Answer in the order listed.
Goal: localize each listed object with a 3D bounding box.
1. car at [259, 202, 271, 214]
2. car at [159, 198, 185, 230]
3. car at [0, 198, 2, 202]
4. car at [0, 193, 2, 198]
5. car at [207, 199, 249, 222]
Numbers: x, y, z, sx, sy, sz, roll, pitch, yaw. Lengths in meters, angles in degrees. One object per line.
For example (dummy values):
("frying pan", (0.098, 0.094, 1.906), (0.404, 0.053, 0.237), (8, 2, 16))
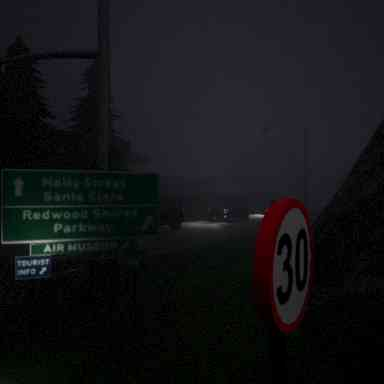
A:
("car", (9.053, 1.755, 36.963), (1.994, 1.385, 4.181), (0, 0, 36))
("car", (-2.706, 1.414, 20.812), (2.150, 2.045, 5.566), (0, 0, 36))
("car", (-12.393, 1.504, 26.071), (1.905, 1.878, 3.866), (0, 0, 35))
("car", (-38.597, 1.489, 70.013), (4.514, 1.523, 2.007), (0, 0, 35))
("car", (3.182, 1.544, 28.906), (2.097, 1.767, 4.553), (0, 0, 36))
